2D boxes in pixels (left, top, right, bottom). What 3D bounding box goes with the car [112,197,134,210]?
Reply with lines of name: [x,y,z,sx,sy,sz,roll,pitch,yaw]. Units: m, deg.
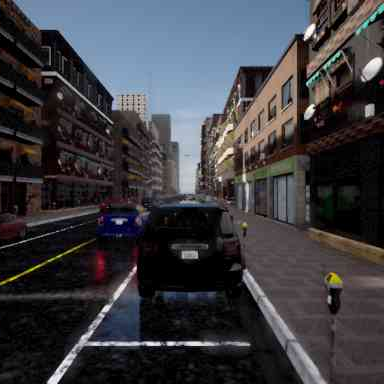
car: [-8.834,1.439,42.793,1.967,1.590,4.097,0,0,0]

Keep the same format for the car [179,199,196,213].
car: [-0.454,1.525,37.323,1.752,1.417,4.829,0,0,0]

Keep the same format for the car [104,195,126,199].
car: [-8.833,1.314,37.157,2.192,1.841,5.009,0,0,0]

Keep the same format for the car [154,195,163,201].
car: [-8.834,1.541,87.882,2.008,1.369,4.403,0,0,0]

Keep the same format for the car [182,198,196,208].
car: [-0.454,1.543,48.426,1.887,1.381,4.507,0,0,0]

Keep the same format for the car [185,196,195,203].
car: [-0.453,1.545,70.970,2.008,1.369,4.403,0,0,0]

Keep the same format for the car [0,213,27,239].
car: [-8.835,1.583,14.612,1.802,1.307,4.206,0,0,0]

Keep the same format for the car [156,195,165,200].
car: [-8.834,1.539,93.519,2.008,1.369,4.403,0,0,0]

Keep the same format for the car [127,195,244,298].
car: [-0.038,1.229,8.679,2.150,2.045,5.566,0,0,0]

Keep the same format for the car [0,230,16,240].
car: [-3.146,1.351,1.625,2.097,1.767,4.553,0,0,0]

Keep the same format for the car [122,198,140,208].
car: [-8.834,1.543,48.430,1.887,1.381,4.507,0,0,0]

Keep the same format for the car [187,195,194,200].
car: [-0.452,1.513,93.685,1.752,1.417,4.829,0,0,0]

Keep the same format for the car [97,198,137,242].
car: [-3.129,1.352,16.504,2.097,1.767,4.553,0,0,0]

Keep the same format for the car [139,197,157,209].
car: [-6.164,1.506,46.635,1.837,1.490,4.892,0,-1,0]
